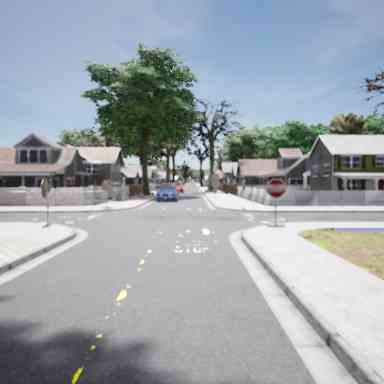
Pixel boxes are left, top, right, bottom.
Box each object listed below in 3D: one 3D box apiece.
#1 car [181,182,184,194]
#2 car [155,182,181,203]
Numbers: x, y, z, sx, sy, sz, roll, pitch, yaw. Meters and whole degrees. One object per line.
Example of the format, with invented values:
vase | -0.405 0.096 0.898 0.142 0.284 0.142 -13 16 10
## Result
car | -2.604 -0.739 59.854 2.150 2.045 5.566 0 2 0
car | -2.662 0.128 36.086 2.150 2.045 5.566 0 3 0
